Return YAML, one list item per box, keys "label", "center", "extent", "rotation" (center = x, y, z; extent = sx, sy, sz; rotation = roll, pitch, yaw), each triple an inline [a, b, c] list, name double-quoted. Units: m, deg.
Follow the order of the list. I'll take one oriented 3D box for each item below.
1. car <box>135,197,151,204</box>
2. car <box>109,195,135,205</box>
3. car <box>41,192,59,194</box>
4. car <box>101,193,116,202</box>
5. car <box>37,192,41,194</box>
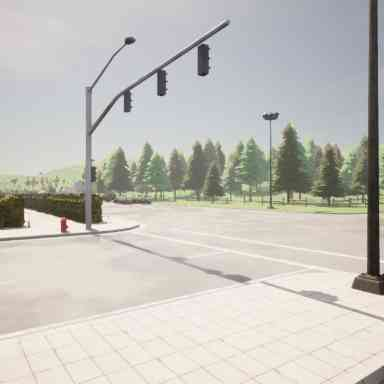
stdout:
- label: "car"
  center: [-9.470, 1.600, 61.184]
  extent: [1.895, 1.301, 4.718]
  rotation: [0, 0, -35]
- label: "car"
  center: [-12.557, 1.600, 59.498]
  extent: [1.895, 1.301, 4.718]
  rotation: [0, 0, -35]
- label: "car"
  center: [-24.127, 1.221, 57.611]
  extent: [2.150, 2.045, 5.566]
  rotation: [0, 0, -35]
- label: "car"
  center: [-18.748, 1.225, 74.505]
  extent: [2.150, 2.045, 5.566]
  rotation: [0, 0, -35]
- label: "car"
  center: [-29.798, 1.058, 65.852]
  extent: [2.150, 2.045, 5.566]
  rotation: [0, 0, -35]
